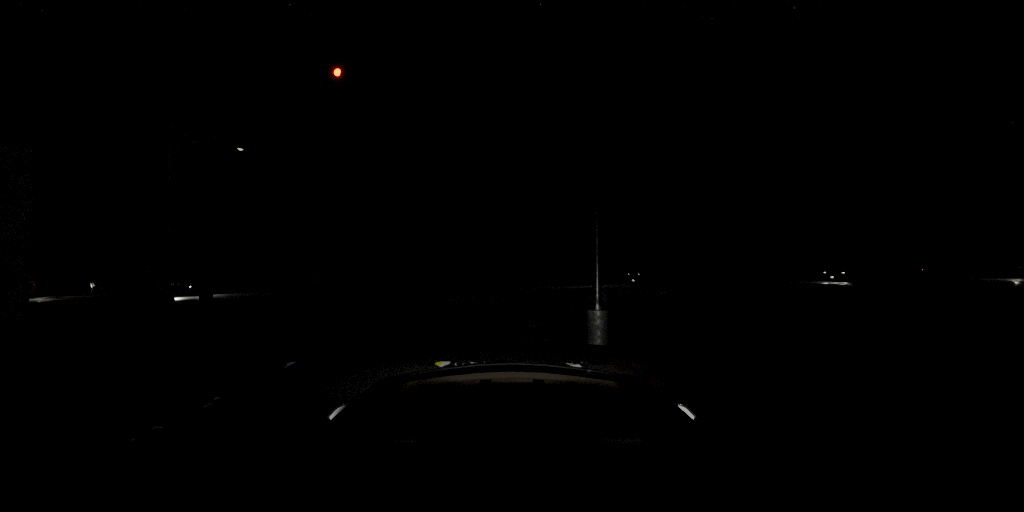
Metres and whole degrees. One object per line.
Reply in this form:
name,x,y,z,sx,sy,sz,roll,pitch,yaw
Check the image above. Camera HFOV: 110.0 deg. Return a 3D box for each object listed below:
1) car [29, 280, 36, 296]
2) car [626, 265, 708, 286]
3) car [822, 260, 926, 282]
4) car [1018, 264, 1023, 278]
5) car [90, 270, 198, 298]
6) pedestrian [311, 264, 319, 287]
car,-29.645,1.582,19.860,5.008,1.535,1.882,-1,-2,0
car,9.867,1.216,23.058,4.718,1.301,1.895,-1,-2,-7
car,23.556,0.954,23.413,5.357,1.411,2.033,-1,-2,0
car,36.340,0.688,23.377,5.008,1.535,1.882,-1,-2,0
car,-20.221,1.494,19.831,4.892,1.490,1.837,-1,-2,0
pedestrian,-15.055,1.466,27.422,0.375,1.860,0.375,0,-1,0
